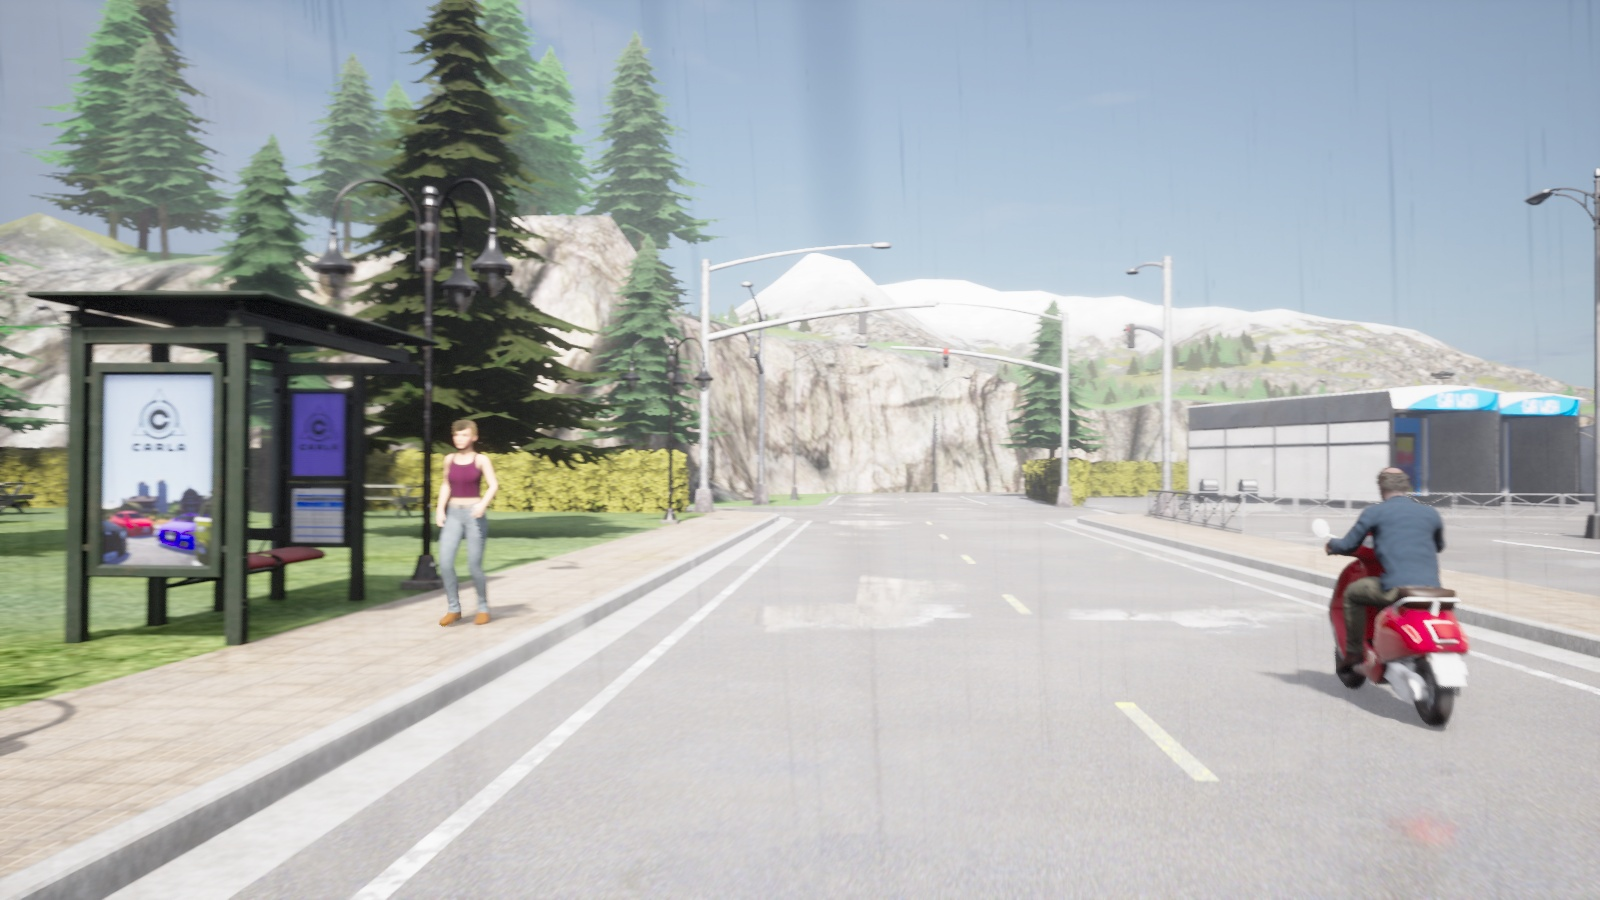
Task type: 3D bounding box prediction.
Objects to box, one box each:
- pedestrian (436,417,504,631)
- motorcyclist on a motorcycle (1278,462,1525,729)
[{"bbox_3d":[-2.909,0.639,11.096,0.345,1.836,0.594,0,-1,12],"label":"pedestrian"},{"bbox_3d":[3.955,0.884,8.446,0.866,1.590,1.817,0,-1,4],"label":"motorcyclist on a motorcycle"}]
